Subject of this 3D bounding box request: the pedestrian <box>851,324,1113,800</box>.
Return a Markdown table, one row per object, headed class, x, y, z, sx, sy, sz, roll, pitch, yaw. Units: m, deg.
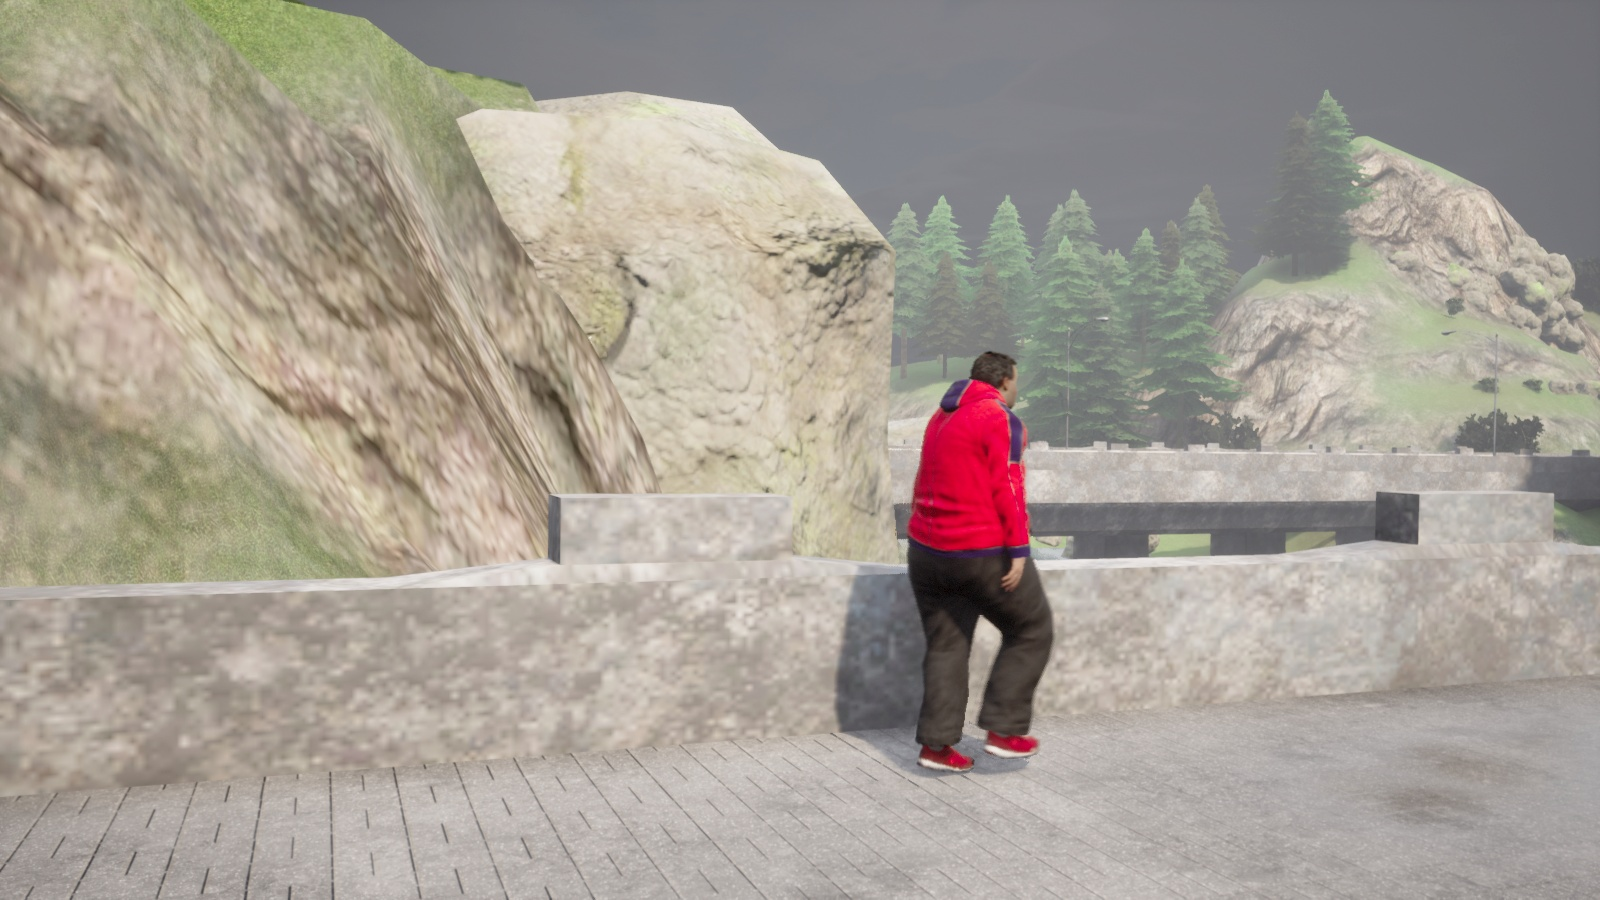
| class | x | y | z | sx | sy | sz | roll | pitch | yaw |
| --- | --- | --- | --- | --- | --- | --- | --- | --- | --- |
| pedestrian | 0.771 | 0.427 | 5.357 | 0.899 | 1.844 | 0.634 | -1 | 1 | -30 |
